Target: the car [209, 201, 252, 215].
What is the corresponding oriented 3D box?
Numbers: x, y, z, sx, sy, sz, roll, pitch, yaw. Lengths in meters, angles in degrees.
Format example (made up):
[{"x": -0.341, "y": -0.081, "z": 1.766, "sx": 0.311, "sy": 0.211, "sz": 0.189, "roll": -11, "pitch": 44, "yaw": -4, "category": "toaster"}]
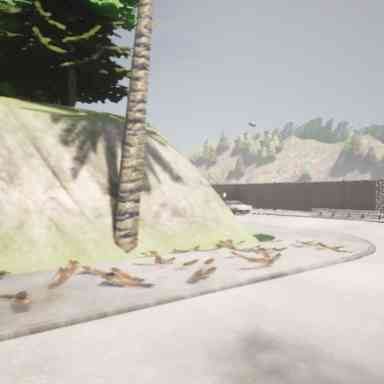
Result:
[{"x": 3.827, "y": 1.566, "z": 34.183, "sx": 1.895, "sy": 1.301, "sz": 4.718, "roll": 0, "pitch": 0, "yaw": -36, "category": "car"}]
